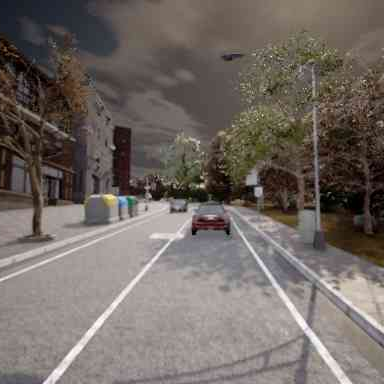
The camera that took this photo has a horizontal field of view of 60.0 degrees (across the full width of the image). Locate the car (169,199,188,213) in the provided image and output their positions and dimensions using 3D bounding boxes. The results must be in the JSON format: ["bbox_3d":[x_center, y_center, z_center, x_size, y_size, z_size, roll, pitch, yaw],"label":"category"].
[{"bbox_3d":[-1.468,1.612,38.222,2.128,1.511,4.902,0,0,3],"label":"car"}]

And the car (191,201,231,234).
[{"bbox_3d":[1.116,1.403,19.546,2.097,1.767,4.553,0,0,4],"label":"car"}]

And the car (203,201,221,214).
[{"bbox_3d":[2.241,1.709,37.370,1.895,1.301,4.718,0,0,4],"label":"car"}]
